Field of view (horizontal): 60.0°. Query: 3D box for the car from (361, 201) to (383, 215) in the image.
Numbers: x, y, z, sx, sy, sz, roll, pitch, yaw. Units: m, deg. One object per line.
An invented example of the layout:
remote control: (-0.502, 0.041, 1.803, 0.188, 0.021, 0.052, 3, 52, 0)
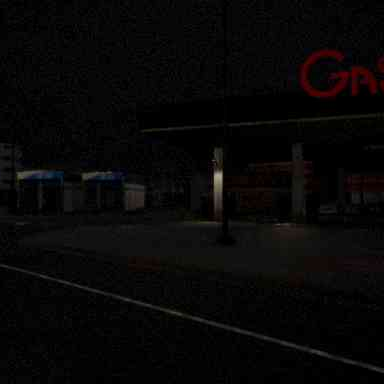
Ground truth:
car: (19.929, 1.767, 36.585, 1.970, 1.475, 3.806, 0, -1, 37)

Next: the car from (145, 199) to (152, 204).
car: (-11.544, 2.156, 77.590, 1.882, 1.535, 5.008, 0, -1, 40)

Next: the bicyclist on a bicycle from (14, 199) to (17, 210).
bicyclist on a bicycle: (-22.886, 1.684, 43.047, 1.656, 1.620, 0.582, 0, -1, 3)

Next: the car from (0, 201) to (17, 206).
car: (-36.149, 2.193, 67.243, 1.895, 1.301, 4.718, 0, -1, 28)

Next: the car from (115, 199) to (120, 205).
car: (-16.292, 2.229, 77.096, 1.994, 1.385, 4.181, 0, -1, 37)
